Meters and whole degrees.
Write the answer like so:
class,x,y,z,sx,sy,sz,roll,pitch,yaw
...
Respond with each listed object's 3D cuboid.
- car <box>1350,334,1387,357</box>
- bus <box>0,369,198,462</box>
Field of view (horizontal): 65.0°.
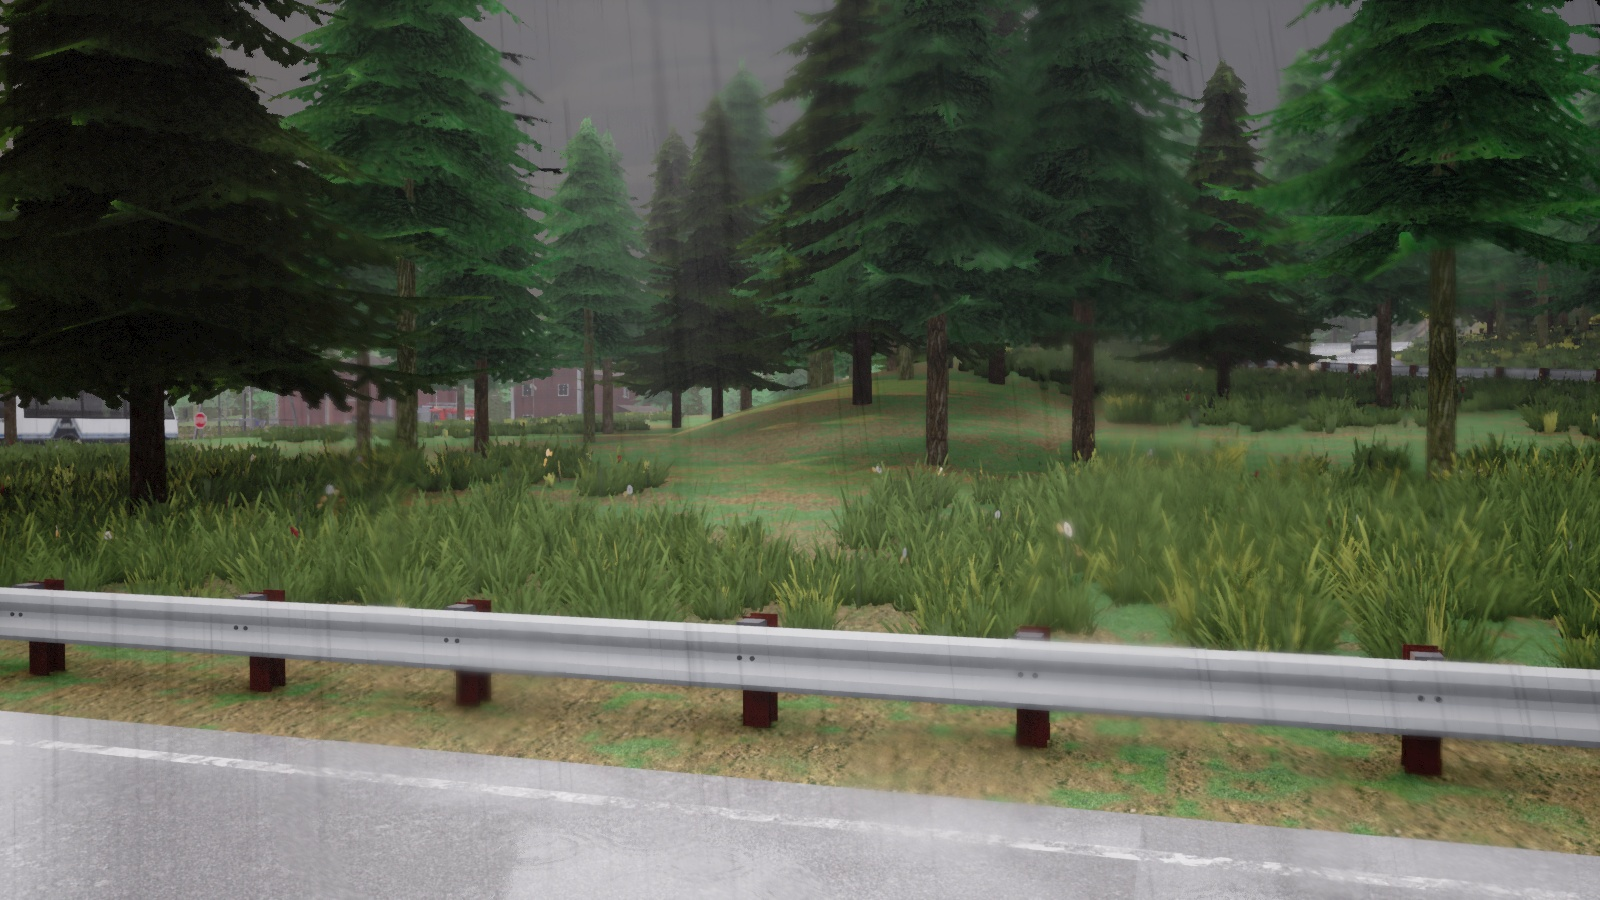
class,x,y,z,sx,sy,sz,roll,pitch,yaw
car,37.076,-6.825,81.793,1.994,1.385,4.181,1,6,27
bus,-35.726,-1.667,63.051,3.944,4.253,10.273,1,1,17
